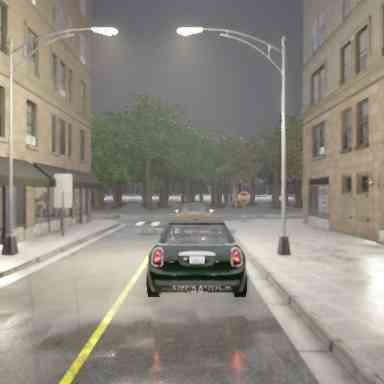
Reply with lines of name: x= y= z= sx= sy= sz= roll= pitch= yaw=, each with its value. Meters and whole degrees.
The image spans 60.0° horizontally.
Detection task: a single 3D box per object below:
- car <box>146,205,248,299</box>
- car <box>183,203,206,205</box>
car: x=0.100 y=1.371 z=8.694 sx=2.097 sy=1.767 sz=4.553 roll=0 pitch=0 yaw=0
car: x=0.151 y=1.392 z=18.520 sx=2.097 sy=1.767 sz=4.553 roll=0 pitch=0 yaw=2
